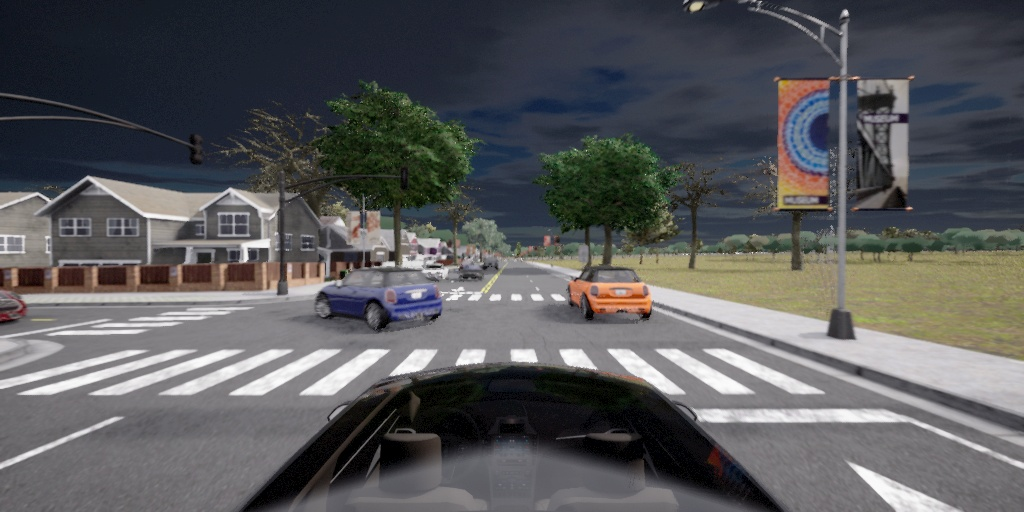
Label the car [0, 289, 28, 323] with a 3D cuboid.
[{"bbox_3d":[-17.980,1.329,10.852,4.553,1.767,2.097,-1,1,0],"label":"car"}]

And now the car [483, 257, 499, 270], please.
[{"bbox_3d":[-3.296,1.191,56.882,2.150,2.045,5.566,0,-1,0],"label":"car"}]

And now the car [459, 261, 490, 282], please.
[{"bbox_3d":[-3.361,1.407,30.995,2.033,1.411,5.357,0,0,0],"label":"car"}]

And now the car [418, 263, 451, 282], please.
[{"bbox_3d":[-6.609,1.385,31.010,1.812,1.442,4.674,0,0,0],"label":"car"}]

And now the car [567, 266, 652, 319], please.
[{"bbox_3d":[3.334,1.144,13.093,2.097,1.767,4.553,0,0,0],"label":"car"}]

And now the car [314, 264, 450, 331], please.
[{"bbox_3d":[-4.356,1.141,11.429,4.553,1.767,2.097,0,0,38],"label":"car"}]

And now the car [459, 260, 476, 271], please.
[{"bbox_3d":[-6.577,1.429,53.151,1.882,1.535,5.008,0,-1,0],"label":"car"}]
